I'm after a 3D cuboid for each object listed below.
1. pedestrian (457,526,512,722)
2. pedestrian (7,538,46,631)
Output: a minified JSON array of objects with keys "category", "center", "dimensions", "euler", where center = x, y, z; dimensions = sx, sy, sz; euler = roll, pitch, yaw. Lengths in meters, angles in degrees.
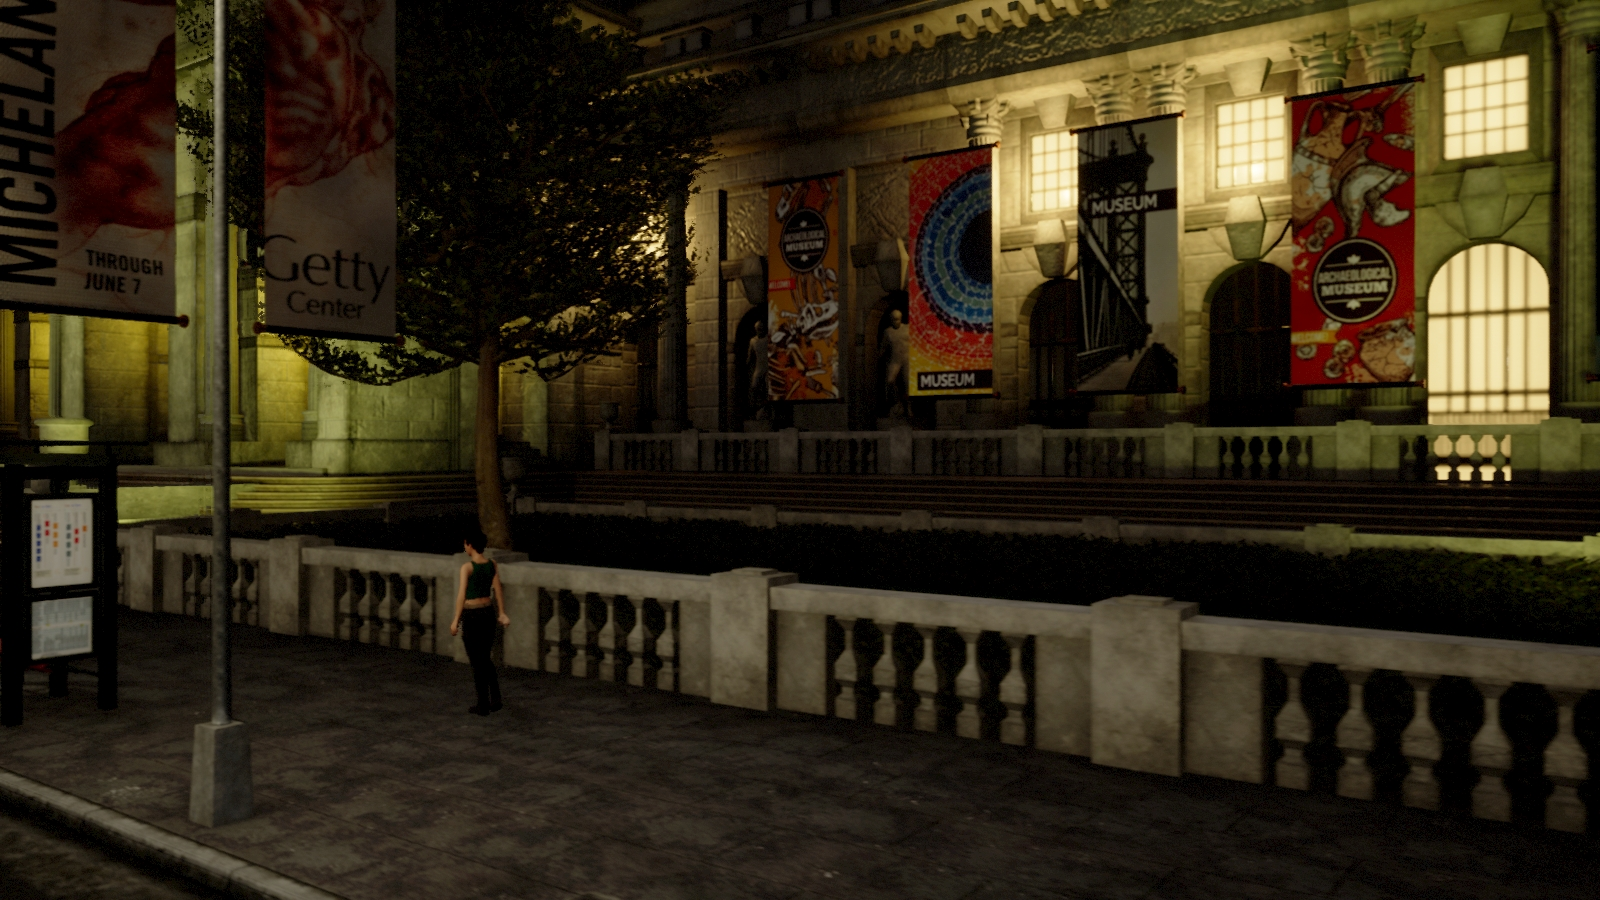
[{"category":"pedestrian","center":[-3.127,1.698,11.320],"dimensions":[0.375,1.860,0.375],"euler":[0,0,36]},{"category":"pedestrian","center":[-11.439,1.979,16.898],"dimensions":[0.375,1.300,0.375],"euler":[0,0,38]}]
